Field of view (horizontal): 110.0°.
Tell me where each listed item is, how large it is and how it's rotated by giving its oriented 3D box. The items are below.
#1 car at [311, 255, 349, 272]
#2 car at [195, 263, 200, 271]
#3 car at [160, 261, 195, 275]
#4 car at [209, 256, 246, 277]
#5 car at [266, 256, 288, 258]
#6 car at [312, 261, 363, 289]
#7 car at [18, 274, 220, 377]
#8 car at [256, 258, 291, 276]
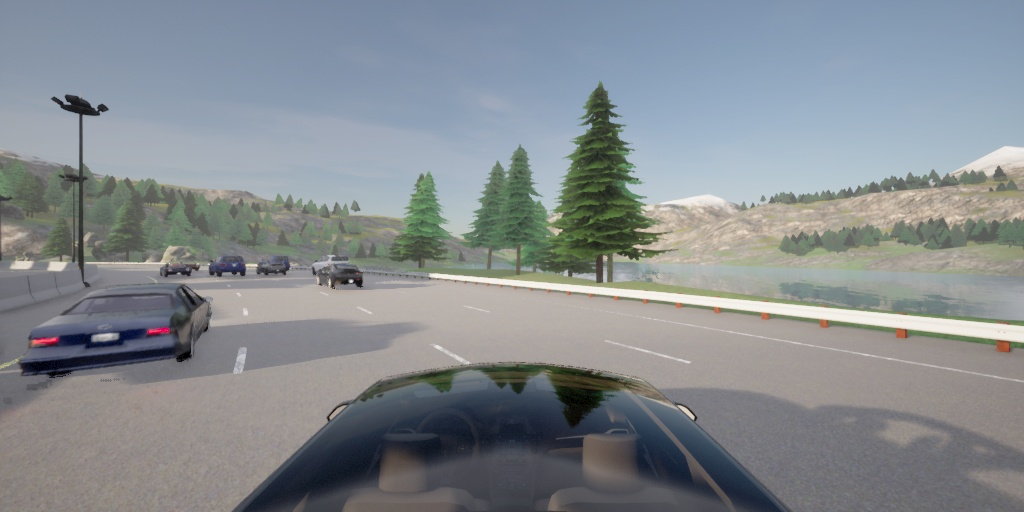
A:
[{"bbox_3d":[-17.960,0.963,35.577,5.566,2.045,2.150,-1,-1,44],"label":"car"},{"bbox_3d":[-43.087,1.349,47.320,4.718,1.301,1.895,0,0,34],"label":"car"},{"bbox_3d":[-32.901,1.350,35.017,4.718,1.301,1.895,0,0,40],"label":"car"},{"bbox_3d":[-28.436,0.971,35.804,5.566,2.045,2.150,0,0,41],"label":"car"},{"bbox_3d":[-31.402,0.970,47.401,5.566,2.045,2.150,0,0,37],"label":"car"},{"bbox_3d":[-11.163,1.252,23.165,1.837,1.490,4.892,0,-1,-41],"label":"car"},{"bbox_3d":[-7.726,1.297,7.551,2.033,1.411,5.357,0,0,-36],"label":"car"},{"bbox_3d":[-25.198,1.240,37.506,4.902,1.511,2.128,0,0,43],"label":"car"}]
